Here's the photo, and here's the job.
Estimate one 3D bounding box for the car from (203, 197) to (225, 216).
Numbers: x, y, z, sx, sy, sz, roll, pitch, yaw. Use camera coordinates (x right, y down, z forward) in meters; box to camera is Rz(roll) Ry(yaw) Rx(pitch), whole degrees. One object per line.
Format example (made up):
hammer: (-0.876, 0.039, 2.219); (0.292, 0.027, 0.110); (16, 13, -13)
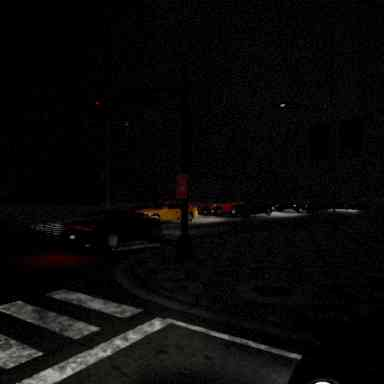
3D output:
car: (2.960, 1.308, 32.593); (4.553, 1.767, 2.097); (0, 0, -40)

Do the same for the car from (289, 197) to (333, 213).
car: (13.246, 1.564, 36.867); (4.718, 1.301, 1.895); (0, 0, -39)

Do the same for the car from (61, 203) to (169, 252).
car: (-3.188, 1.467, 14.200); (1.882, 1.535, 5.008); (-2, -1, 26)

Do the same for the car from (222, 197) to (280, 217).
car: (5.471, 1.455, 30.454); (4.902, 1.511, 2.128); (0, 0, -40)

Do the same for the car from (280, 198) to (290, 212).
car: (10.543, 1.482, 38.848); (4.674, 1.442, 1.812); (0, 0, -40)

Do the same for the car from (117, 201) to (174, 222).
car: (-3.754, 1.523, 27.054); (4.181, 1.385, 1.994); (0, 0, -40)

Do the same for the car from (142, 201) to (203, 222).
car: (-1.855, 1.444, 24.400); (5.008, 1.535, 1.882); (0, 0, -41)

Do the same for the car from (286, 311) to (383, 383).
car: (2.748, 1.348, 1.671); (4.553, 1.767, 2.097); (0, 0, 36)

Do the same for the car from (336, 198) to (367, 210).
car: (21.123, 1.493, 43.318); (4.674, 1.442, 1.812); (0, 0, -38)

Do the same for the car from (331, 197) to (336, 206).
car: (18.556, 1.452, 45.417); (4.902, 1.511, 2.128); (0, 0, -39)
